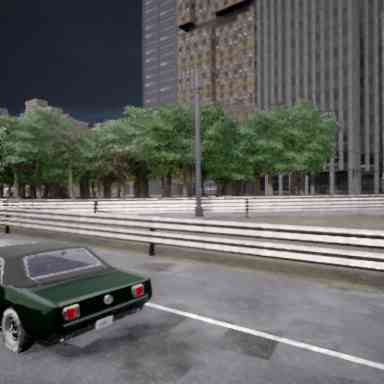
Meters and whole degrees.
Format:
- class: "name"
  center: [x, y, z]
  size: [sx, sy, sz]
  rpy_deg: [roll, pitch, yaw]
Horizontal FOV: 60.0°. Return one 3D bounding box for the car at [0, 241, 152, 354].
- class: "car"
  center: [-3.056, 1.593, 6.127]
  size: [4.718, 1.301, 1.895]
  rpy_deg: [0, 0, 36]
